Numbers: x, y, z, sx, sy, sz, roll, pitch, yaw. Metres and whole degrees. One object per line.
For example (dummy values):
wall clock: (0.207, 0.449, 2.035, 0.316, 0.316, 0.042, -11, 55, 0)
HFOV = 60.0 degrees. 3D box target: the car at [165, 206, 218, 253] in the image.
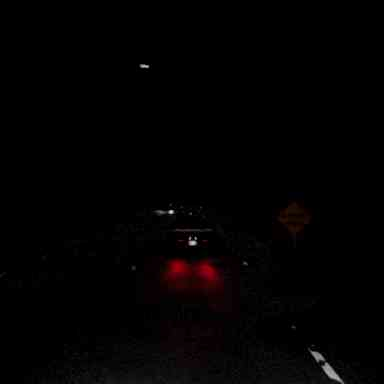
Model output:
car: (0.028, 1.579, 14.059, 2.128, 1.511, 4.902, 0, 0, 0)

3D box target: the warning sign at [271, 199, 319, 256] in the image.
warning sign: (3.520, 1.185, 11.453, 1.300, 1.860, 1.060, 0, -1, 0)

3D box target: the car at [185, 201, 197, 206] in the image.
car: (-0.086, 1.810, 29.716, 1.994, 1.385, 4.181, 0, -1, 0)

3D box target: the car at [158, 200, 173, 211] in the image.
car: (-4.041, 2.030, 51.699, 2.097, 1.767, 4.553, 0, -1, -1)
